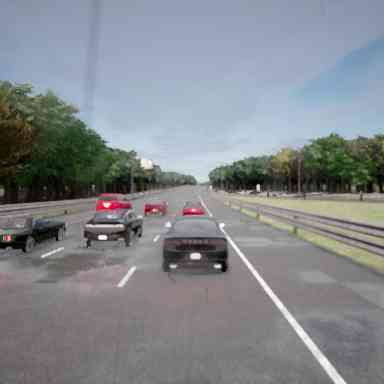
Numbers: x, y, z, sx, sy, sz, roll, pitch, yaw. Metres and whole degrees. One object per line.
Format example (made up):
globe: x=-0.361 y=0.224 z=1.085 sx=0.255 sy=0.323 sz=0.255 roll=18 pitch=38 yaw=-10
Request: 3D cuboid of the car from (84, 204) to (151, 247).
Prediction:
car: x=-3.381 y=1.505 z=15.050 sx=2.128 sy=1.511 sz=4.902 roll=0 pitch=0 yaw=0

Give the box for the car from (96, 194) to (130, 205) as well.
car: x=-6.852 y=1.198 z=29.421 sx=2.150 sy=2.045 sz=5.566 roll=0 pitch=0 yaw=0

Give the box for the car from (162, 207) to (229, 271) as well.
car: x=0.105 y=1.498 z=11.084 sx=1.882 sy=1.535 sz=5.008 roll=0 pitch=0 yaw=0

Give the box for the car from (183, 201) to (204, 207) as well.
car: x=0.151 y=1.536 z=30.842 sx=1.994 sy=1.385 sz=4.181 roll=0 pitch=0 yaw=0

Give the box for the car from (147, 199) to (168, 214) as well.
car: x=-3.346 y=1.445 z=31.903 sx=1.882 sy=1.535 sz=5.008 roll=0 pitch=0 yaw=0

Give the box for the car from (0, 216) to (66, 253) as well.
car: x=-6.884 y=1.617 z=13.661 sx=1.895 sy=1.301 sz=4.718 roll=0 pitch=0 yaw=0
